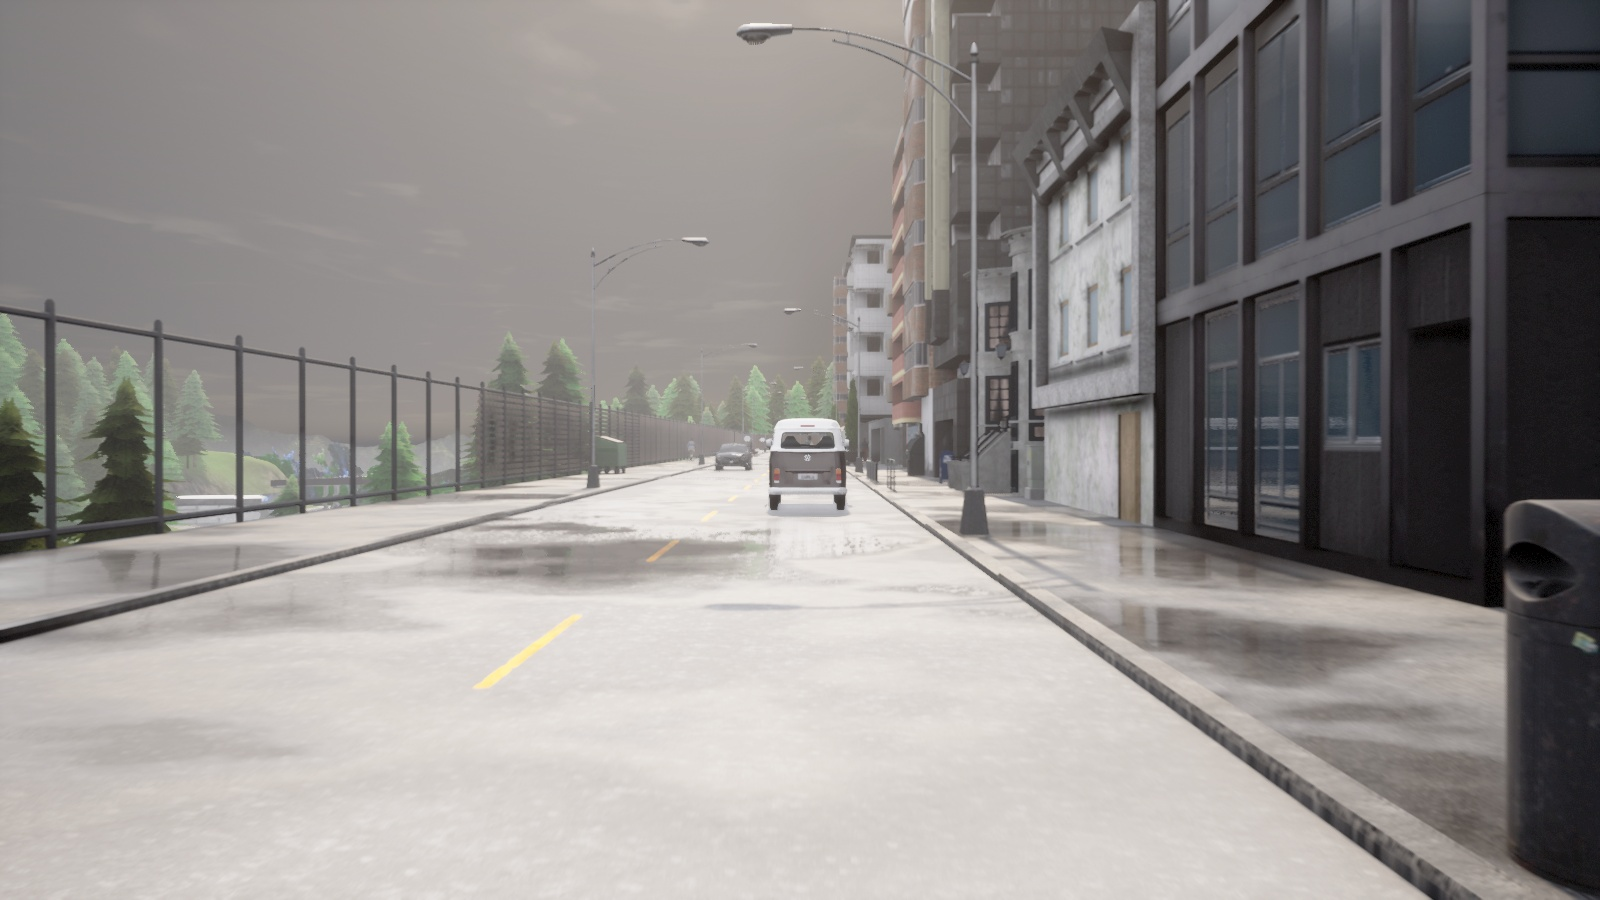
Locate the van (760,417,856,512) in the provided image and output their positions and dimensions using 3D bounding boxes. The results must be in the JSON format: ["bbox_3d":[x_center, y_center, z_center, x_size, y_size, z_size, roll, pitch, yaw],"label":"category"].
[{"bbox_3d":[0.178,0.304,29.377,2.069,2.038,4.480,0,0,0],"label":"van"}]

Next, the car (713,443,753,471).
[{"bbox_3d":[-3.605,0.364,68.210,1.837,1.490,4.892,0,0,0],"label":"car"}]
